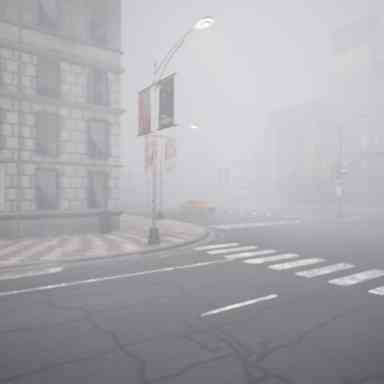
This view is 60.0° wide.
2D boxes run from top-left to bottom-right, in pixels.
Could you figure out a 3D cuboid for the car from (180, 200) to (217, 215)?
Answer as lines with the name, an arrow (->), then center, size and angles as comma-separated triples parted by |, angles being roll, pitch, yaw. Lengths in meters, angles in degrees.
car -> 0.635, 1.603, 36.306 | 1.882, 1.535, 5.008 | 0, 0, -36
